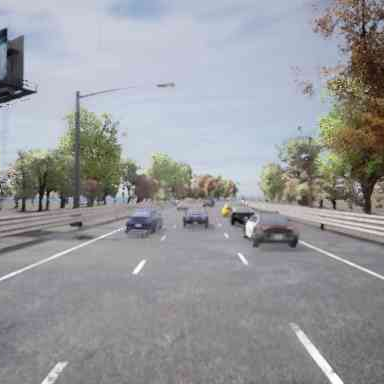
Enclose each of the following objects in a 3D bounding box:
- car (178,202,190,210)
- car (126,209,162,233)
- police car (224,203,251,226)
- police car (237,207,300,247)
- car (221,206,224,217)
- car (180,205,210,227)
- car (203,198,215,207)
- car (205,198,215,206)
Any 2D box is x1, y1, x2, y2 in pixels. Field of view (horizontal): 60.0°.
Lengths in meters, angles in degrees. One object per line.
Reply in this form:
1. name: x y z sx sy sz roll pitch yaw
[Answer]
1. car: -1.320 2.433 57.369 1.895 1.301 4.718 1 0 4
2. car: -3.083 1.824 21.846 1.812 1.442 4.674 1 0 2
3. police car: 3.991 1.819 27.393 1.930 1.638 5.238 0 -1 2
4. police car: 3.676 1.740 16.409 2.038 1.542 4.974 0 -1 1
5. car: 4.449 2.032 38.148 1.882 1.535 5.008 0 -1 3
6. car: 0.364 1.972 26.029 1.895 1.301 4.718 0 -1 3
7. car: 3.526 2.624 73.777 1.812 1.442 4.674 0 -1 6
8. car: 4.680 2.508 85.045 2.150 2.045 5.566 0 -1 6
